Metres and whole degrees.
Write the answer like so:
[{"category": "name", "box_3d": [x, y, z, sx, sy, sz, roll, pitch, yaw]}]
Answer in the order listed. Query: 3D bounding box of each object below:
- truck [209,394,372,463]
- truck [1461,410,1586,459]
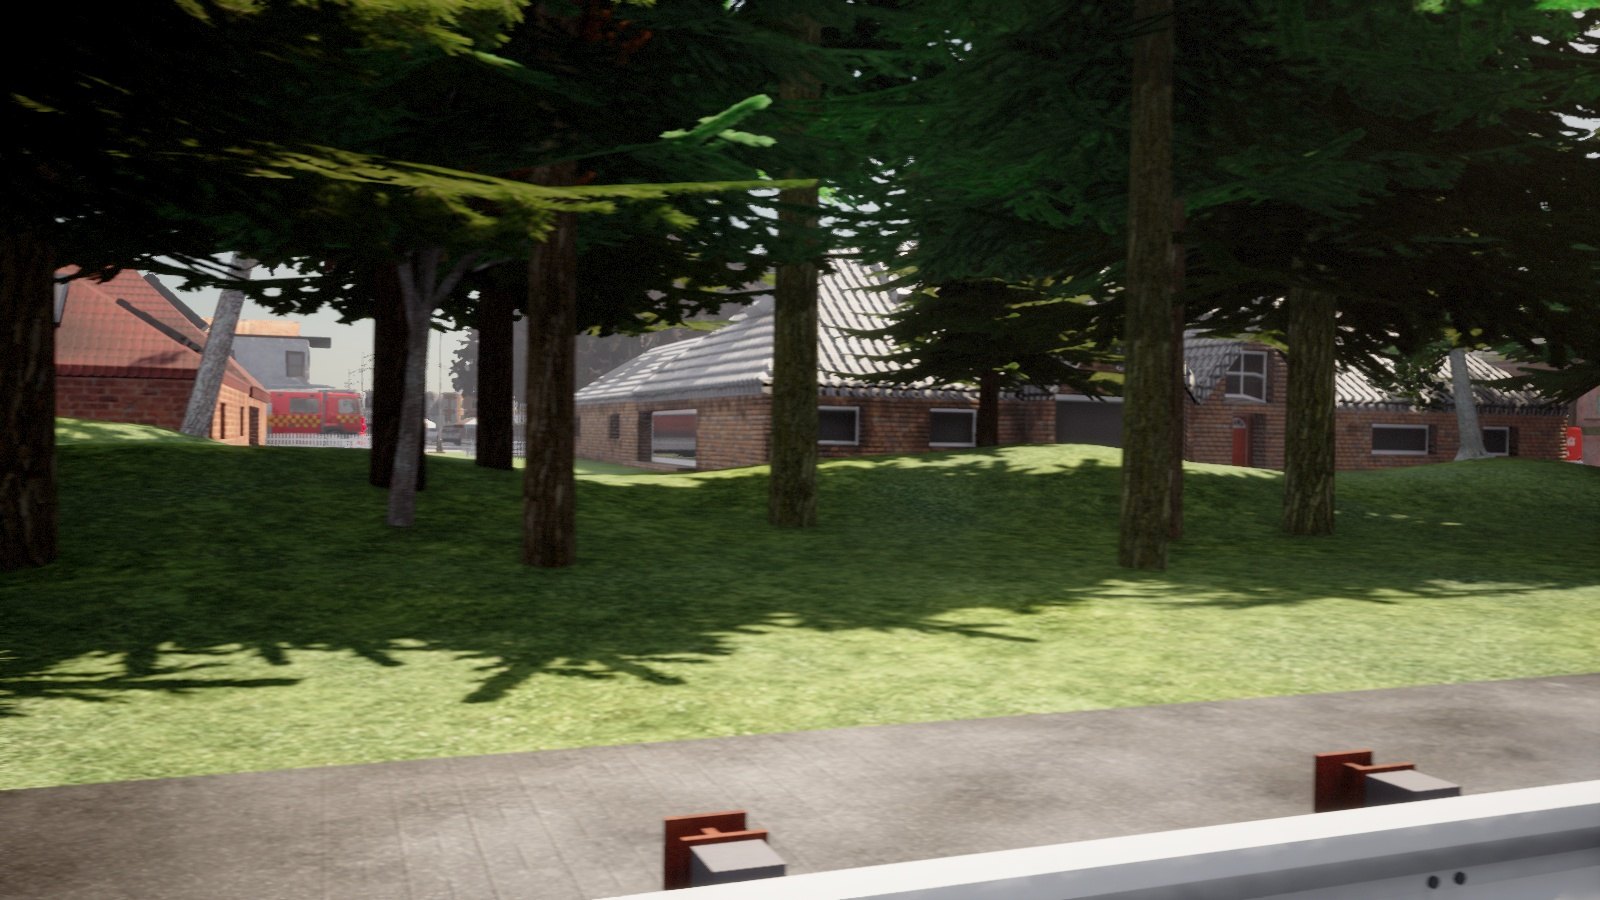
[{"category": "truck", "box_3d": [-29.076, -1.227, 72.052, 8.468, 3.827, 2.891, -1, 1, -20]}, {"category": "truck", "box_3d": [38.018, -0.807, 66.148, 2.627, 2.467, 5.204, -1, 1, -21]}]
